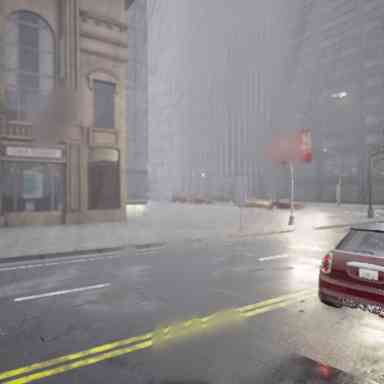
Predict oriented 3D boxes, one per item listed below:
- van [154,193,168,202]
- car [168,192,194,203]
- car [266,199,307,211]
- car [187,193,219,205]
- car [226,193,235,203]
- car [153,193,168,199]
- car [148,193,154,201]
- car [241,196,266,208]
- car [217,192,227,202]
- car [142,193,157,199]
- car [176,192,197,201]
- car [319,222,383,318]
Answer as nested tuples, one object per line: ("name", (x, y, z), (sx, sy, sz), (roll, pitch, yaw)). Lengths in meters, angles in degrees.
("van", (-4.855, 1.045, 62.580), (1.690, 1.788, 3.998), (0, 1, -36))
("car", (-1.567, 1.072, 58.016), (2.192, 1.841, 5.009), (0, 1, -36))
("car", (11.584, 1.496, 39.762), (1.887, 1.381, 4.507), (0, 0, -36))
("car", (1.720, 1.352, 53.453), (1.887, 1.381, 4.507), (0, 1, -36))
("car", (8.638, 1.297, 58.435), (1.947, 1.339, 4.313), (0, 1, -36))
("car", (-7.800, 1.042, 81.253), (1.802, 1.307, 4.206), (0, 1, -36))
("car", (-8.144, 1.200, 67.145), (2.008, 1.369, 4.403), (0, 1, -36))
("car", (8.395, 1.432, 44.188), (1.752, 1.417, 4.829), (0, 0, -36))
("car", (5.352, 0.995, 62.997), (2.192, 1.841, 5.009), (0, 1, -36))
("car", (-11.087, 0.947, 85.816), (1.887, 1.381, 4.507), (0, 1, -36))
("car", (-1.223, 0.888, 72.124), (2.192, 1.841, 5.009), (0, 1, -36))
("car", (4.623, 1.374, 6.731), (4.553, 1.767, 2.097), (0, 0, -36))
